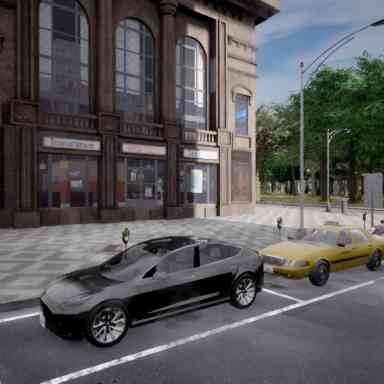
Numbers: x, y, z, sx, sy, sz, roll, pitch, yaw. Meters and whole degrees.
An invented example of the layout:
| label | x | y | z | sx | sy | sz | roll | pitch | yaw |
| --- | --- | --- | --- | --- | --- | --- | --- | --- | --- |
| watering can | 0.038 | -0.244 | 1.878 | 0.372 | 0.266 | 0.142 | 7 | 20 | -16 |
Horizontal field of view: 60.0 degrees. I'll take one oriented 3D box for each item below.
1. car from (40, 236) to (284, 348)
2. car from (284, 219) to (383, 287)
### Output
| label | x | y | z | sx | sy | sz | roll | pitch | yaw |
| --- | --- | --- | --- | --- | --- | --- | --- | --- | --- |
| car | -0.494 | 1.566 | 6.301 | 4.313 | 1.339 | 1.947 | 0 | 0 | -36 |
| car | 3.793 | 1.526 | 9.363 | 4.829 | 1.417 | 1.752 | 0 | 0 | -36 |
